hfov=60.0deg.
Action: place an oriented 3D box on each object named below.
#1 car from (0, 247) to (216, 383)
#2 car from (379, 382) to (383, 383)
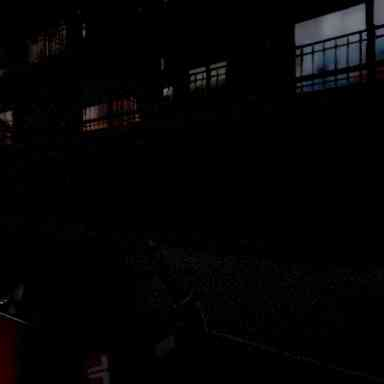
[{"bbox_3d":[-1.825,1.438,4.177,4.097,1.590,1.967,0,0,35],"label":"car"},{"bbox_3d":[2.765,1.546,0.904,4.507,1.381,1.887,0,0,35],"label":"car"}]
